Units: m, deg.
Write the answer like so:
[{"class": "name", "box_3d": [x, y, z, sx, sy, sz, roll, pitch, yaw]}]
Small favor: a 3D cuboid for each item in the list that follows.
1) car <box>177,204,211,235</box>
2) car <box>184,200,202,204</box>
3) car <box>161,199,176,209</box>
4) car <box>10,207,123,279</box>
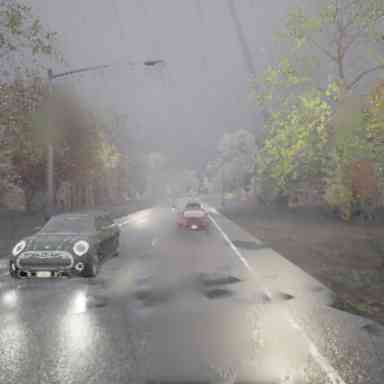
[{"class": "car", "box_3d": [0.111, 1.651, 19.594, 1.812, 1.442, 4.674, 0, 0, 0]}, {"class": "car", "box_3d": [0.122, 1.758, 41.299, 1.837, 1.490, 4.892, 0, 0, 0]}, {"class": "car", "box_3d": [-3.533, 1.837, 51.207, 1.812, 1.442, 4.674, 0, 0, 1]}, {"class": "car", "box_3d": [-3.594, 1.421, 10.318, 2.097, 1.767, 4.553, 0, 0, 0]}]
